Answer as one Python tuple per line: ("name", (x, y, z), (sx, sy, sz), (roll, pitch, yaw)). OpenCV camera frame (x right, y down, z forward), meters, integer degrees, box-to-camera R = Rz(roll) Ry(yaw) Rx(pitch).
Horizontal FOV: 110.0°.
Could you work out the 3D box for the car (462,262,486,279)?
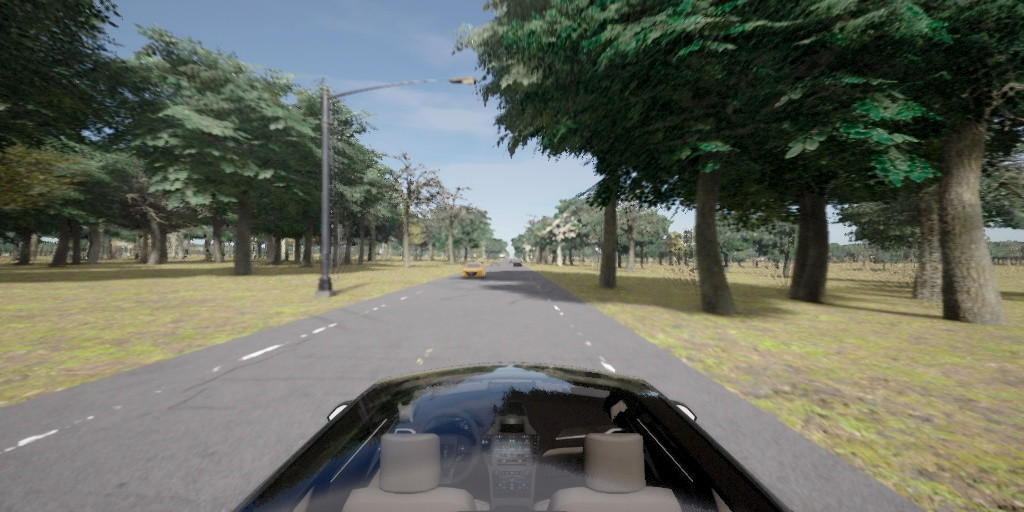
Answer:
("car", (-3.592, 1.360, 34.376), (1.882, 1.535, 5.008), (0, -1, 0))
